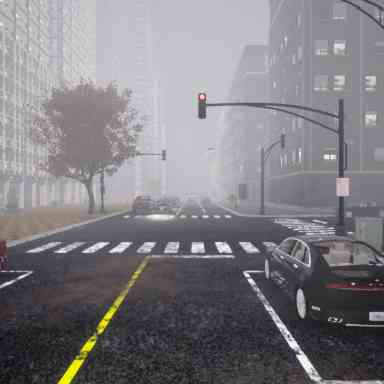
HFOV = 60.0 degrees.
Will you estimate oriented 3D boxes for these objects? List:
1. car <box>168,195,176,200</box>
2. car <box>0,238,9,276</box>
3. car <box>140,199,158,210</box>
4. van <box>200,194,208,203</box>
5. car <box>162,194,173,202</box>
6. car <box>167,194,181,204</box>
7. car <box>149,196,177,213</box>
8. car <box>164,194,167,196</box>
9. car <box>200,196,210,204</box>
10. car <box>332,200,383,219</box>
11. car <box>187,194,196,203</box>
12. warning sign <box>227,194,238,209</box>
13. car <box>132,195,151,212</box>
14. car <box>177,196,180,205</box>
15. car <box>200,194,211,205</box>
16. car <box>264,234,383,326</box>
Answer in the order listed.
[{"bbox_3d":[-5.795,1.664,94.569,2.008,1.369,4.403,0,0,0],"label":"car"},{"bbox_3d":[-5.700,1.546,6.952,1.887,1.381,4.507,0,0,0],"label":"car"},{"bbox_3d":[-5.741,1.597,44.864,1.947,1.339,4.313,0,0,0],"label":"car"},{"bbox_3d":[2.609,1.410,72.487,1.690,1.788,3.998,0,0,0],"label":"van"},{"bbox_3d":[-5.778,1.394,78.000,2.192,1.841,5.009,0,0,0],"label":"car"},{"bbox_3d":[-3.126,1.530,62.580,1.882,1.535,5.008,0,0,0],"label":"car"},{"bbox_3d":[-3.139,1.515,37.155,2.128,1.511,4.902,0,0,0],"label":"car"},{"bbox_3d":[-5.771,1.635,72.478,1.947,1.339,4.313,0,0,0],"label":"car"},{"bbox_3d":[2.616,1.585,67.134,1.752,1.417,4.829,0,0,0],"label":"car"},{"bbox_3d":[13.396,1.353,26.379,4.403,1.369,2.008,-1,1,-1],"label":"car"},{"bbox_3d":[-0.076,1.610,68.669,2.033,1.411,5.357,0,0,0],"label":"car"},{"bbox_3d":[5.023,1.143,41.477,1.300,1.860,1.060,0,0,0],"label":"warning sign"},{"bbox_3d":[-5.736,1.340,39.341,2.192,1.841,5.009,0,0,0],"label":"car"},{"bbox_3d":[-3.151,1.637,48.895,1.895,1.301,4.718,0,0,0],"label":"car"},{"bbox_3d":[2.622,1.617,61.441,1.947,1.339,4.313,0,0,0],"label":"car"},{"bbox_3d":[2.681,1.552,6.961,2.008,1.369,4.403,0,0,0],"label":"car"}]
